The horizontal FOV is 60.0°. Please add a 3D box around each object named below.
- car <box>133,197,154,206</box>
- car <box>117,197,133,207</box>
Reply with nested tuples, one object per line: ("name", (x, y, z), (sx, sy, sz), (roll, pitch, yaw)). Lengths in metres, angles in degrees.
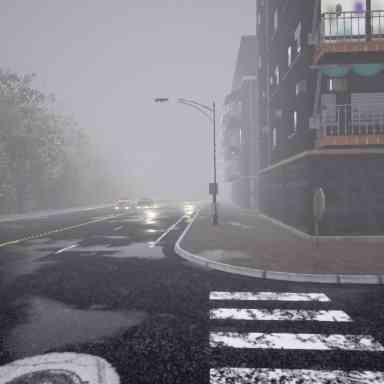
("car", (-7.435, 1.551, 53.623), (2.033, 1.411, 5.357), (-1, 0, 3))
("car", (-10.680, 1.525, 53.810), (1.882, 1.535, 5.008), (-1, 0, 3))
